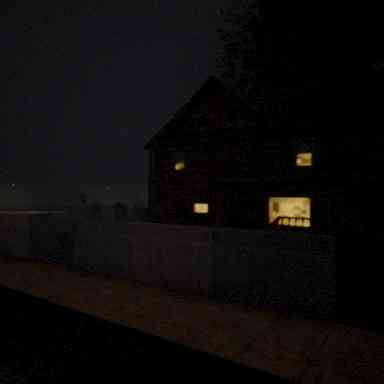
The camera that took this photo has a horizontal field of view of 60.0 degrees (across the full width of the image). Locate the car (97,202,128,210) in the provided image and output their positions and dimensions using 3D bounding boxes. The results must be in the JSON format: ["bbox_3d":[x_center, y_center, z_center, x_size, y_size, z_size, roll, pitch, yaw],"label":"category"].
[{"bbox_3d":[-11.361,2.263,49.497,2.128,1.511,4.902,1,-1,20],"label":"car"}]

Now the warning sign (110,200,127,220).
[{"bbox_3d":[-7.293,1.783,33.024,1.300,1.860,1.060,2,1,20],"label":"warning sign"}]

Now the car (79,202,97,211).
[{"bbox_3d":[-14.786,2.230,49.585,1.812,1.442,4.674,1,-1,20],"label":"car"}]

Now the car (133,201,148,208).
[{"bbox_3d":[-7.242,2.221,51.042,2.097,1.767,4.553,1,-1,20],"label":"car"}]
